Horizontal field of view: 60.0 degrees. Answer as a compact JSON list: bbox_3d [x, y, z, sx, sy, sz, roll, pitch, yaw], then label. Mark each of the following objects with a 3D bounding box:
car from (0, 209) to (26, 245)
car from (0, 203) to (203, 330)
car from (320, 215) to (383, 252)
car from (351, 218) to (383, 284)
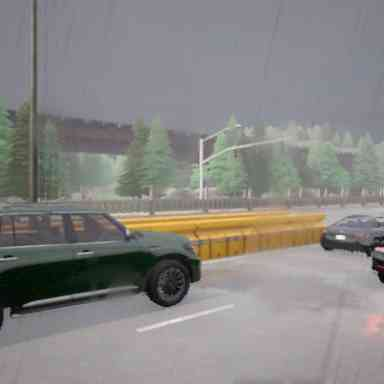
[{"bbox_3d":[-9.802,1.525,14.119,4.674,1.442,1.812,0,0,-35],"label":"car"},{"bbox_3d":[-2.439,1.225,6.316,5.566,2.045,2.150,0,0,-35],"label":"car"},{"bbox_3d":[6.898,1.579,12.971,4.181,1.385,1.994,0,0,-36],"label":"car"},{"bbox_3d":[6.382,1.503,8.303,4.902,1.511,2.128,0,0,-36],"label":"car"}]
